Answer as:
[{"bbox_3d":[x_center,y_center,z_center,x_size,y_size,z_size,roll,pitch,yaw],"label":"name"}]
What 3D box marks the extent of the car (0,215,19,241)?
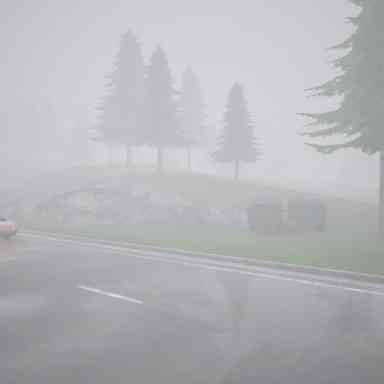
[{"bbox_3d":[-10.161,1.601,15.535,4.718,1.301,1.895,0,0,36],"label":"car"}]
